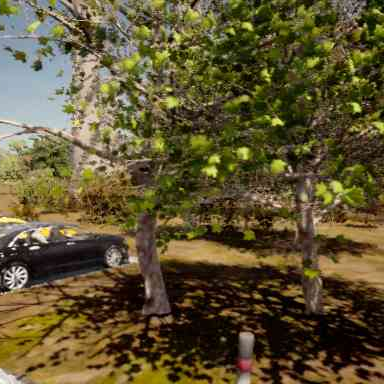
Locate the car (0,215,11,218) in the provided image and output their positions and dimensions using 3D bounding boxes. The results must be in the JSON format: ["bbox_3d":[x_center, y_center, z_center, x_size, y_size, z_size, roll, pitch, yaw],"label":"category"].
[{"bbox_3d":[-6.147,1.577,10.842,2.097,1.535,5.008,0,0,36],"label":"car"}]

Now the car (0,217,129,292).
[{"bbox_3d":[-3.917,1.558,9.224,2.231,1.521,4.892,-1,0,36],"label":"car"}]
